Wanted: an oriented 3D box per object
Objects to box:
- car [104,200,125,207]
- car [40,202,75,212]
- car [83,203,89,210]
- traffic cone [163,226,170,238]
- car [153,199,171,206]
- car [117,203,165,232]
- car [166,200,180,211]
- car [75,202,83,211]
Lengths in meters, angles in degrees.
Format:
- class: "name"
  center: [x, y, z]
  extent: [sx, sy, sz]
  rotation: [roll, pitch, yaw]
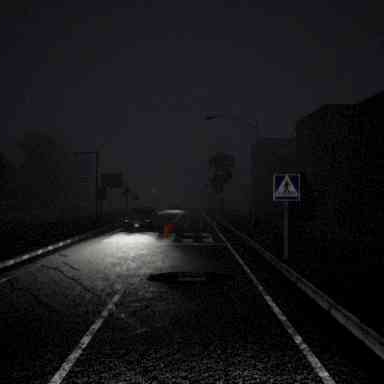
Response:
- class: "car"
  center: [-21.735, 3.252, 91.543]
  extent: [5.008, 1.535, 2.097]
  rotation: [0, -1, 0]
- class: "car"
  center: [-21.862, 2.448, 53.368]
  extent: [4.674, 1.452, 2.002]
  rotation: [0, -1, 0]
- class: "car"
  center: [-21.849, 2.551, 59.917]
  extent: [5.008, 1.535, 2.097]
  rotation: [0, -1, 0]
- class: "traffic cone"
  center: [-1.369, 2.138, 17.774]
  extent: [0.340, 0.580, 0.340]
  rotation: [0, -1, 0]
- class: "car"
  center: [-8.646, 3.324, 94.265]
  extent: [4.892, 1.521, 2.231]
  rotation: [0, -1, 0]
- class: "car"
  center: [-3.324, 1.745, 22.521]
  extent: [2.128, 1.511, 4.902]
  rotation: [0, 0, 0]
- class: "car"
  center: [-3.138, 2.619, 61.106]
  extent: [2.128, 1.511, 4.902]
  rotation: [0, -1, 0]
- class: "car"
  center: [-21.849, 2.481, 56.644]
  extent: [4.892, 1.521, 2.231]
  rotation: [0, -1, 0]
